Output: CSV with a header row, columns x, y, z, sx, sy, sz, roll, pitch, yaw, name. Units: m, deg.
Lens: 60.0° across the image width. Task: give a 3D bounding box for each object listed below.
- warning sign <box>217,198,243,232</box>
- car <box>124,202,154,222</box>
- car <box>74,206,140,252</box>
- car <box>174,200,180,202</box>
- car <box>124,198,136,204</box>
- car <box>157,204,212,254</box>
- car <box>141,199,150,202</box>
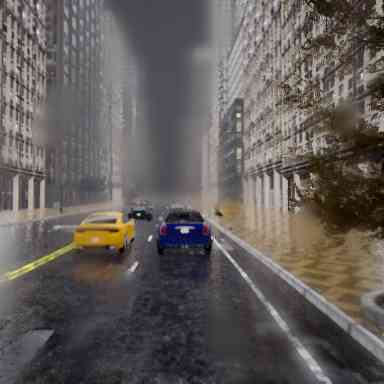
x,y,z,sx,sy,sz,roll,pitch,yaw,name
2.184,1.307,19.176,1.300,1.860,1.060,-1,-1,-3,warning sign
-4.484,1.855,29.419,1.994,1.385,4.181,0,-1,-3,car
-3.649,1.621,14.636,1.882,1.535,5.008,0,0,-3,car
-1.245,1.775,29.797,1.882,1.535,5.008,0,0,-3,car
-13.359,2.071,71.524,2.097,1.767,4.553,0,-1,-3,car
-0.385,1.493,14.431,2.097,1.767,4.553,0,-1,-3,car
-10.113,2.244,71.675,2.128,1.511,4.902,0,-1,-3,car
